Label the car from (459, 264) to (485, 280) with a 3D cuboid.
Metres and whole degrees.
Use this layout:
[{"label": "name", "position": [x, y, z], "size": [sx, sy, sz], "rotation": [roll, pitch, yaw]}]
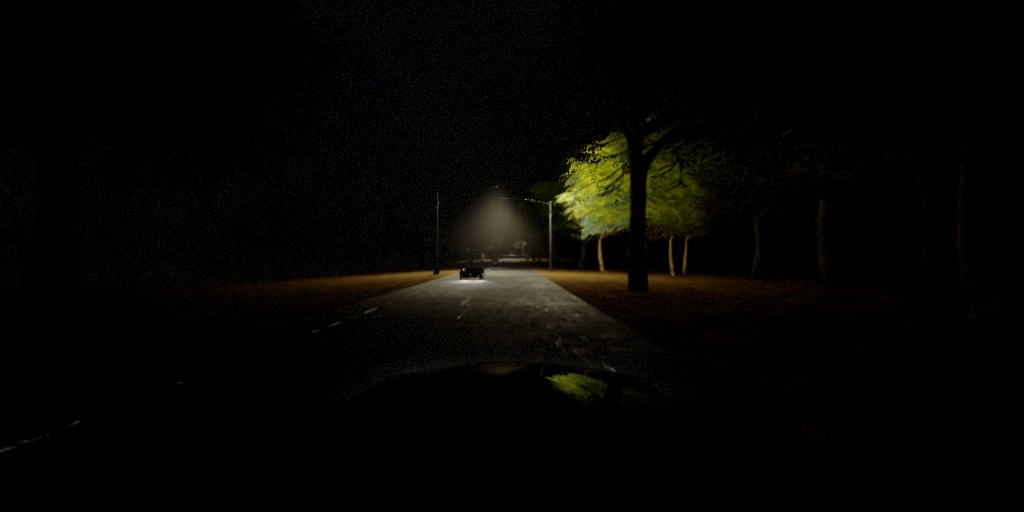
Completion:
[{"label": "car", "position": [-3.575, 1.420, 32.822], "size": [1.994, 1.385, 4.181], "rotation": [0, 0, 0]}]
